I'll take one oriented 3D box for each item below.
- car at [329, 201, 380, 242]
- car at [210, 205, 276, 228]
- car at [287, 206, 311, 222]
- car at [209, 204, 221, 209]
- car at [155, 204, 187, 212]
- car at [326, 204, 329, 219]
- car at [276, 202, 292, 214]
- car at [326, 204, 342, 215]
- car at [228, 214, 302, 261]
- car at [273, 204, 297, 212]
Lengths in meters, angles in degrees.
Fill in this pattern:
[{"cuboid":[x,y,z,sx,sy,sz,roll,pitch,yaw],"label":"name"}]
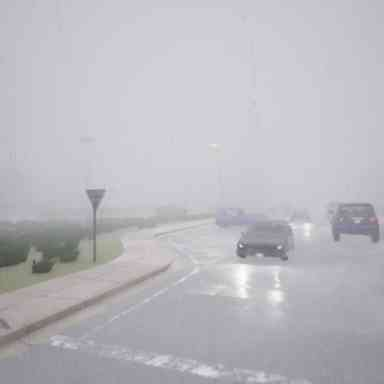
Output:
[{"cuboid":[9.169,1.614,18.953,2.150,2.045,5.566,-1,-2,22],"label":"car"},{"cuboid":[4.297,2.168,27.911,4.611,1.667,2.242,-1,-2,22],"label":"car"},{"cuboid":[11.325,2.377,34.499,1.895,1.301,4.718,-1,-2,22],"label":"car"},{"cuboid":[5.341,3.213,66.773,3.905,1.438,1.784,-1,-2,22],"label":"car"},{"cuboid":[-2.822,2.553,45.837,4.605,1.855,1.932,-1,-2,22],"label":"car"},{"cuboid":[17.011,2.048,39.068,2.150,2.045,5.566,-1,-2,22],"label":"car"},{"cuboid":[13.263,2.481,50.395,3.866,1.878,1.905,-1,-2,22],"label":"car"},{"cuboid":[20.680,2.508,48.551,1.882,1.535,5.008,-1,-2,21],"label":"car"},{"cuboid":[3.331,1.888,14.176,2.033,1.411,5.357,-1,-2,21],"label":"car"},{"cuboid":[17.732,2.953,63.120,4.193,1.474,1.816,-1,-2,22],"label":"car"}]
